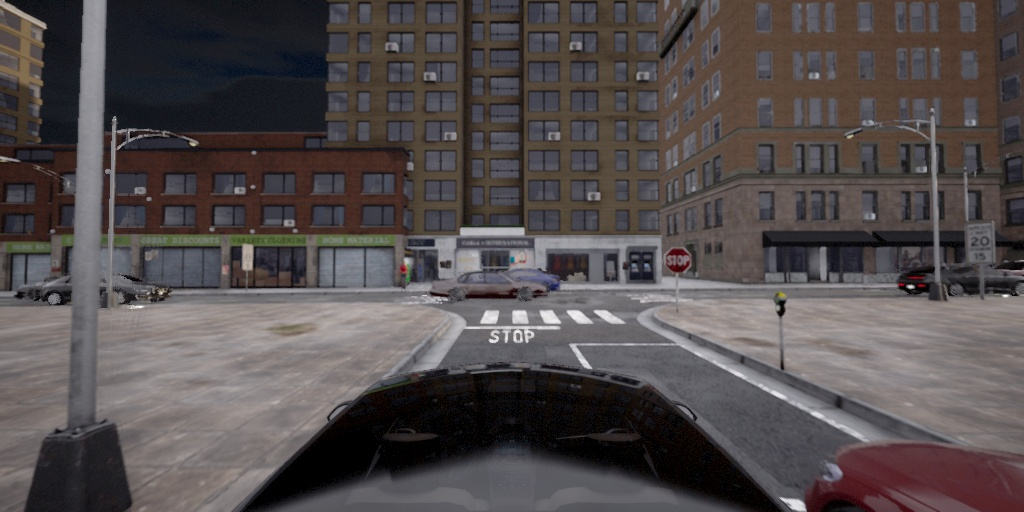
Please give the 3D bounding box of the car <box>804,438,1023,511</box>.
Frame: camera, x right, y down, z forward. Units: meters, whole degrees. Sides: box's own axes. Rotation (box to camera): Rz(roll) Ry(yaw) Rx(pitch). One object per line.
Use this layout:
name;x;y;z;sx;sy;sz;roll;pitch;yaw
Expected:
car;2.638;1.322;0.454;1.802;1.307;4.207;0;0;0

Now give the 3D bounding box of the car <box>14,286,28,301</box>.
car;-23.633;1.738;19.710;5.357;1.411;2.033;-1;-2;1

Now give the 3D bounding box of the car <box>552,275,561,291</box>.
car;0.312;1.432;19.583;4.674;1.442;1.812;-1;-2;0

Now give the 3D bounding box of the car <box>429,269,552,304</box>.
car;-1.060;1.404;16.645;5.357;1.411;2.033;0;-1;0

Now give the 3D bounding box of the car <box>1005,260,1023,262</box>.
car;27.749;1.020;19.468;4.553;1.767;2.097;0;-2;0

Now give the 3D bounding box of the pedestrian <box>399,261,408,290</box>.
pedestrian;-6.806;1.196;22.550;0.375;1.860;0.375;0;-1;0

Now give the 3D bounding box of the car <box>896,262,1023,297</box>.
car;20.778;1.148;16.535;4.892;1.490;1.837;0;-2;0

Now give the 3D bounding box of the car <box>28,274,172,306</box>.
car;-18.819;1.551;16.742;4.892;1.490;1.837;-1;-2;0
